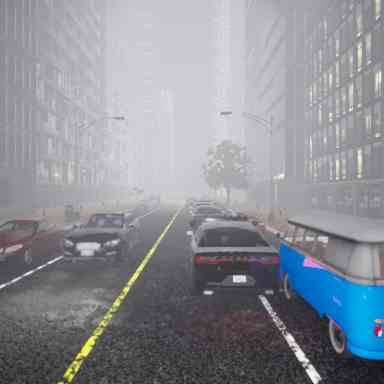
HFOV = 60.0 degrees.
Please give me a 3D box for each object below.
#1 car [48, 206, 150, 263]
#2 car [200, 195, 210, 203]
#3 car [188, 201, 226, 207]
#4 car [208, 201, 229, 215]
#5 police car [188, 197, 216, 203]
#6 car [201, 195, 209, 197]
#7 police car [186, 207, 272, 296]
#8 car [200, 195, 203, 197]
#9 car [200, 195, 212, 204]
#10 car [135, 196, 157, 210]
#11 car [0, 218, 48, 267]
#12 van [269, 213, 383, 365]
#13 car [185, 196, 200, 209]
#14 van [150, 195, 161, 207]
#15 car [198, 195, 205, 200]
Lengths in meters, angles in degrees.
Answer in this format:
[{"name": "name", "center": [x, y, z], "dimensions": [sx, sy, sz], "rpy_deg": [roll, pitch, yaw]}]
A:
[{"name": "car", "center": [-3.017, 1.491, 12.016], "dimensions": [2.128, 1.511, 4.902], "rpy_deg": [0, 0, 0]}, {"name": "car", "center": [2.594, 1.403, 68.308], "dimensions": [1.967, 1.590, 4.097], "rpy_deg": [0, 0, 0]}, {"name": "car", "center": [0.874, 1.478, 18.708], "dimensions": [1.882, 1.535, 5.008], "rpy_deg": [0, 0, 0]}, {"name": "car", "center": [2.642, 1.582, 34.154], "dimensions": [1.802, 1.307, 4.206], "rpy_deg": [0, 0, 0]}, {"name": "police car", "center": [0.865, 1.425, 24.818], "dimensions": [1.930, 1.638, 5.238], "rpy_deg": [0, 0, 0]}, {"name": "car", "center": [2.626, 1.545, 45.538], "dimensions": [2.008, 1.369, 4.403], "rpy_deg": [0, 0, 0]}, {"name": "police car", "center": [0.888, 1.425, 8.818], "dimensions": [1.930, 1.638, 5.238], "rpy_deg": [0, 0, 0]}, {"name": "car", "center": [2.618, 1.539, 51.231], "dimensions": [2.008, 1.369, 4.403], "rpy_deg": [0, 0, 0]}, {"name": "car", "center": [2.603, 1.412, 62.616], "dimensions": [1.967, 1.590, 4.097], "rpy_deg": [0, 0, 0]}, {"name": "car", "center": [-5.746, 1.549, 39.838], "dimensions": [2.008, 1.369, 4.403], "rpy_deg": [0, 0, 0]}, {"name": "car", "center": [-5.707, 1.582, 11.375], "dimensions": [1.802, 1.307, 4.206], "rpy_deg": [0, 0, 0]}, {"name": "van", "center": [2.682, 1.341, 5.692], "dimensions": [1.690, 1.788, 3.998], "rpy_deg": [0, 0, 0]}, {"name": "car", "center": [-0.053, 1.595, 45.785], "dimensions": [1.895, 1.301, 4.718], "rpy_deg": [0, 0, 0]}, {"name": "van", "center": [-5.762, 1.330, 51.223], "dimensions": [1.690, 1.788, 3.998], "rpy_deg": [0, 0, 0]}, {"name": "car", "center": [2.563, 1.465, 91.078], "dimensions": [1.887, 1.381, 4.507], "rpy_deg": [0, 0, 0]}]
